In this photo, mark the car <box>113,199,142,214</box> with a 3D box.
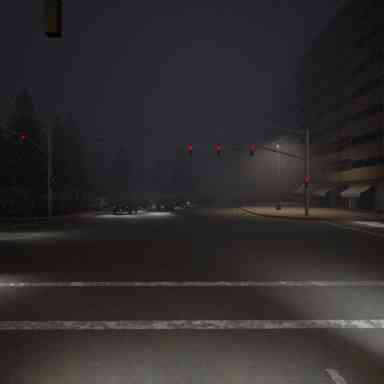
[{"bbox_3d":[-6.945,1.526,35.047,1.812,1.442,4.674,0,0,2],"label":"car"}]

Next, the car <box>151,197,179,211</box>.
[{"bbox_3d":[-3.208,1.491,40.629,2.128,1.511,4.902,0,0,4],"label":"car"}]

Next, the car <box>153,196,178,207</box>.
[{"bbox_3d":[-4.269,1.491,53.968,2.128,1.511,4.902,0,0,20],"label":"car"}]

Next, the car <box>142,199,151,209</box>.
[{"bbox_3d":[-6.398,1.601,44.125,1.895,1.301,4.718,0,0,6],"label":"car"}]

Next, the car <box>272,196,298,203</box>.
[{"bbox_3d":[18.520,1.478,67.542,5.008,1.535,1.882,0,0,-33],"label":"car"}]

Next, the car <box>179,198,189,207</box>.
[{"bbox_3d":[-1.891,1.547,50.358,2.033,1.411,5.357,0,0,15],"label":"car"}]

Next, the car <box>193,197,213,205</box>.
[{"bbox_3d":[2.003,1.601,59.585,1.895,1.301,4.718,0,0,31],"label":"car"}]

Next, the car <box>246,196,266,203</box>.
[{"bbox_3d":[13.156,1.477,68.031,5.008,1.535,1.882,0,0,-41],"label":"car"}]
